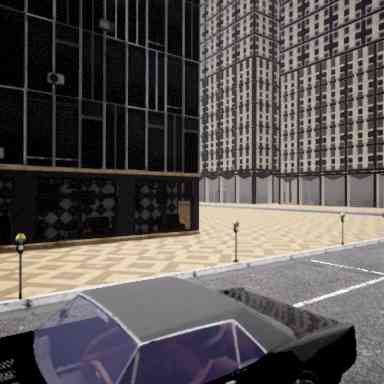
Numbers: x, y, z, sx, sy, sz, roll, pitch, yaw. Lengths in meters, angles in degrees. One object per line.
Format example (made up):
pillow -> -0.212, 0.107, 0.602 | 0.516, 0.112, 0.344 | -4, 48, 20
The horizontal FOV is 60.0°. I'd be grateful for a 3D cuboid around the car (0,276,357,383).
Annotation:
car -> -0.648, 1.601, 2.910 | 4.718, 1.301, 1.895 | 0, 0, -35
